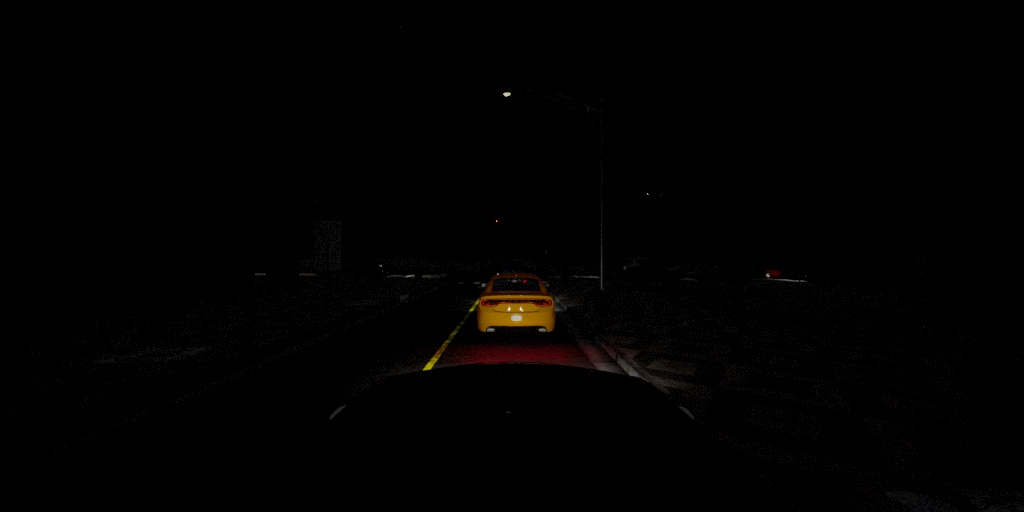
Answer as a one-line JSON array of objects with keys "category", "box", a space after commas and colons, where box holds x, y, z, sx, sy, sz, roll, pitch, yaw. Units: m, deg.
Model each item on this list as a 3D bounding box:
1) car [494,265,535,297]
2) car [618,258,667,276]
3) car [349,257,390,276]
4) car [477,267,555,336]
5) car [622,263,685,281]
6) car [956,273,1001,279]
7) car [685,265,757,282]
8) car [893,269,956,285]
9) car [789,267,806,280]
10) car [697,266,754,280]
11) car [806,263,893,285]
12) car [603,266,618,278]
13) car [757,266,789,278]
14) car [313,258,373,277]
[{"category": "car", "box": [0.110, 1.296, 20.257, 2.033, 1.411, 5.357, 0, 0, 0]}, {"category": "car", "box": [13.281, 1.194, 33.643, 5.566, 2.045, 2.150, 1, 0, 0]}, {"category": "car", "box": [-13.884, 0.927, 33.618, 4.553, 1.767, 2.097, 1, 0, 1]}, {"category": "car", "box": [0.103, 1.227, 10.430, 1.882, 1.535, 5.008, 0, 0, 0]}, {"category": "car", "box": [12.141, 1.522, 30.985, 4.313, 1.339, 1.948, 0, 0, 0]}, {"category": "car", "box": [40.364, 1.993, 30.967, 4.207, 1.307, 1.802, 0, 0, 0]}, {"category": "car", "box": [17.953, 1.568, 30.981, 4.829, 1.417, 1.751, 0, 0, 0]}, {"category": "car", "box": [34.714, 1.861, 30.970, 4.507, 1.381, 1.888, 0, 0, 0]}, {"category": "car", "box": [31.882, 1.770, 36.821, 4.892, 1.490, 1.837, 1, 0, 0]}, {"category": "car", "box": [21.817, 1.704, 36.836, 4.718, 1.301, 1.895, 1, 0, 0]}, {"category": "car", "box": [29.070, 1.538, 30.974, 5.009, 1.841, 2.192, 0, 0, 0]}, {"category": "car", "box": [11.899, 1.454, 36.843, 4.892, 1.490, 1.837, 1, 0, 0]}, {"category": "car", "box": [29.083, 1.763, 39.499, 4.507, 1.381, 1.888, 0, 0, 0]}, {"category": "car", "box": [-14.767, 1.115, 30.905, 4.403, 1.370, 2.007, 0, 0, 0]}]
